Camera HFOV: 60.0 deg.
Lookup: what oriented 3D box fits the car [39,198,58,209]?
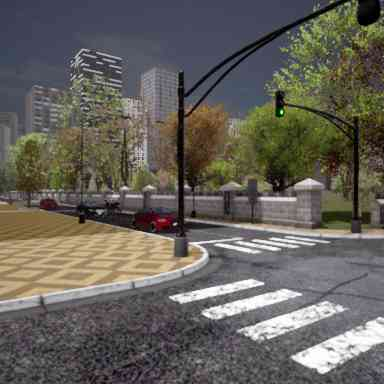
[{"bbox_3d":[-20.289,1.610,47.048,1.882,1.535,5.008,0,-1,-34],"label":"car"}]

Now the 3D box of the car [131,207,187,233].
[{"bbox_3d":[-2.049,1.602,20.055,1.994,1.385,4.181,0,0,-34],"label":"car"}]

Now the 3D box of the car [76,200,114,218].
[{"bbox_3d":[-9.297,1.567,30.734,2.128,1.511,4.902,0,0,-34],"label":"car"}]

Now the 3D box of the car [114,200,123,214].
[{"bbox_3d":[-9.180,1.591,36.243,2.128,1.511,4.902,0,0,-34],"label":"car"}]
